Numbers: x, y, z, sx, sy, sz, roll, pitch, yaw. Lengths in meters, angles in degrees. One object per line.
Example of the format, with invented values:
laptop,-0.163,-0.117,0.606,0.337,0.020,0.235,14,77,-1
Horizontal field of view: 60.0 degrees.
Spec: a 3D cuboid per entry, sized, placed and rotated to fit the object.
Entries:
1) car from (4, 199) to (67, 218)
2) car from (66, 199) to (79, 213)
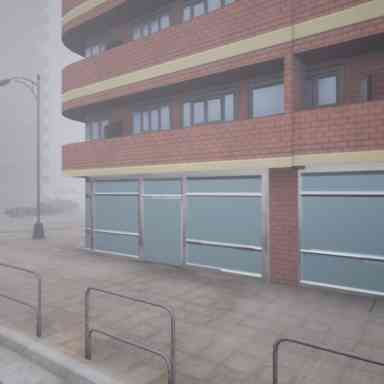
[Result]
car,-14.121,1.601,29.910,1.895,1.301,4.718,0,0,36
car,-14.405,1.505,35.446,1.837,1.490,4.892,0,0,36
